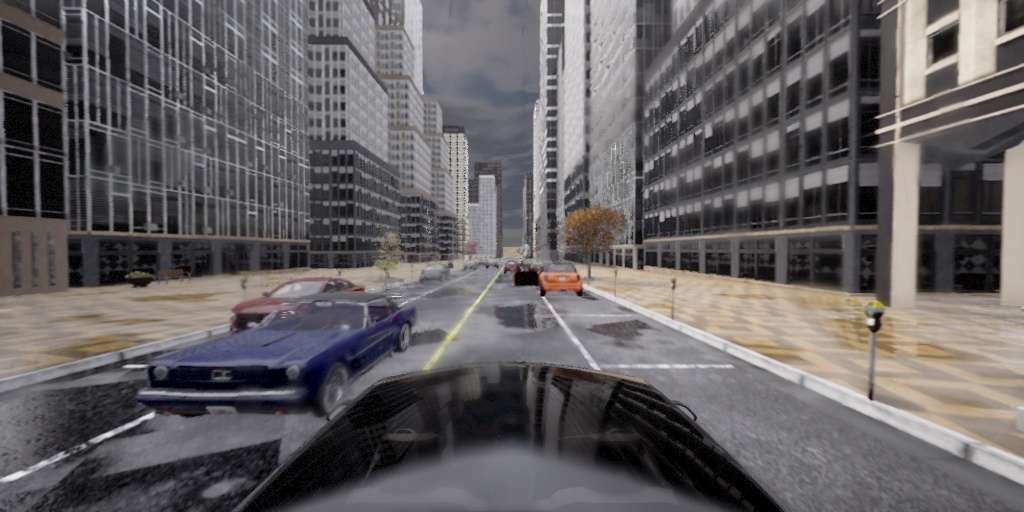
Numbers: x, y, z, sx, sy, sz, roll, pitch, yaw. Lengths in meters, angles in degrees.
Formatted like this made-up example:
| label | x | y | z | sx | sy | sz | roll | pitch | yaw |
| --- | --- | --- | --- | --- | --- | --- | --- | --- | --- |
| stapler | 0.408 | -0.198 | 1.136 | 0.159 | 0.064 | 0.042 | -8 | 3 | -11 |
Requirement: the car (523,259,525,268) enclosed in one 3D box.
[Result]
| label | x | y | z | sx | sy | sz | roll | pitch | yaw |
| --- | --- | --- | --- | --- | --- | --- | --- | --- | --- |
| car | 2.681 | 1.243 | 60.955 | 1.751 | 1.417 | 4.829 | 0 | 0 | 0 |

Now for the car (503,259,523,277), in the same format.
| label | x | y | z | sx | sy | sz | roll | pitch | yaw |
| --- | --- | --- | --- | --- | --- | --- | --- | --- | --- |
| car | 0.039 | 1.247 | 40.974 | 1.812 | 1.442 | 4.674 | 0 | 0 | 1 |

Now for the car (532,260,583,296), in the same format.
| label | x | y | z | sx | sy | sz | roll | pitch | yaw |
| --- | --- | --- | --- | --- | --- | --- | --- | --- | --- |
| car | 2.386 | 1.085 | 19.128 | 2.097 | 1.767 | 4.553 | 0 | 0 | 0 |

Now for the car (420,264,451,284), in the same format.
| label | x | y | z | sx | sy | sz | roll | pitch | yaw |
| --- | --- | --- | --- | --- | --- | --- | --- | --- | --- |
| car | -5.695 | 1.278 | 27.032 | 2.007 | 1.370 | 4.403 | 0 | 0 | 0 |

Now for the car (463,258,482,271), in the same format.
| label | x | y | z | sx | sy | sz | roll | pitch | yaw |
| --- | --- | --- | --- | --- | --- | --- | --- | --- | --- |
| car | -5.699 | 1.270 | 49.532 | 2.007 | 1.370 | 4.403 | 0 | 0 | 0 |

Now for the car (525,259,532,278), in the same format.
| label | x | y | z | sx | sy | sz | roll | pitch | yaw |
| --- | --- | --- | --- | --- | --- | --- | --- | --- | --- |
| car | 2.684 | 1.162 | 38.284 | 1.967 | 1.591 | 4.097 | 0 | 0 | 0 |

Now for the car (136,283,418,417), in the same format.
| label | x | y | z | sx | sy | sz | roll | pitch | yaw |
| --- | --- | --- | --- | --- | --- | --- | --- | --- | --- |
| car | -3.100 | 1.346 | 6.039 | 1.895 | 1.301 | 4.718 | 0 | 0 | 0 |

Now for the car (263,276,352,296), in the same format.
| label | x | y | z | sx | sy | sz | roll | pitch | yaw |
| --- | --- | --- | --- | --- | --- | --- | --- | --- | --- |
| car | -5.691 | 1.286 | 10.157 | 1.888 | 1.381 | 4.507 | 0 | 0 | 0 |

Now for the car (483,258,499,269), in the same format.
| label | x | y | z | sx | sy | sz | roll | pitch | yaw |
| --- | --- | --- | --- | --- | --- | --- | --- | --- | --- |
| car | -3.032 | 1.243 | 55.657 | 1.812 | 1.442 | 4.674 | 0 | 0 | 1 |
